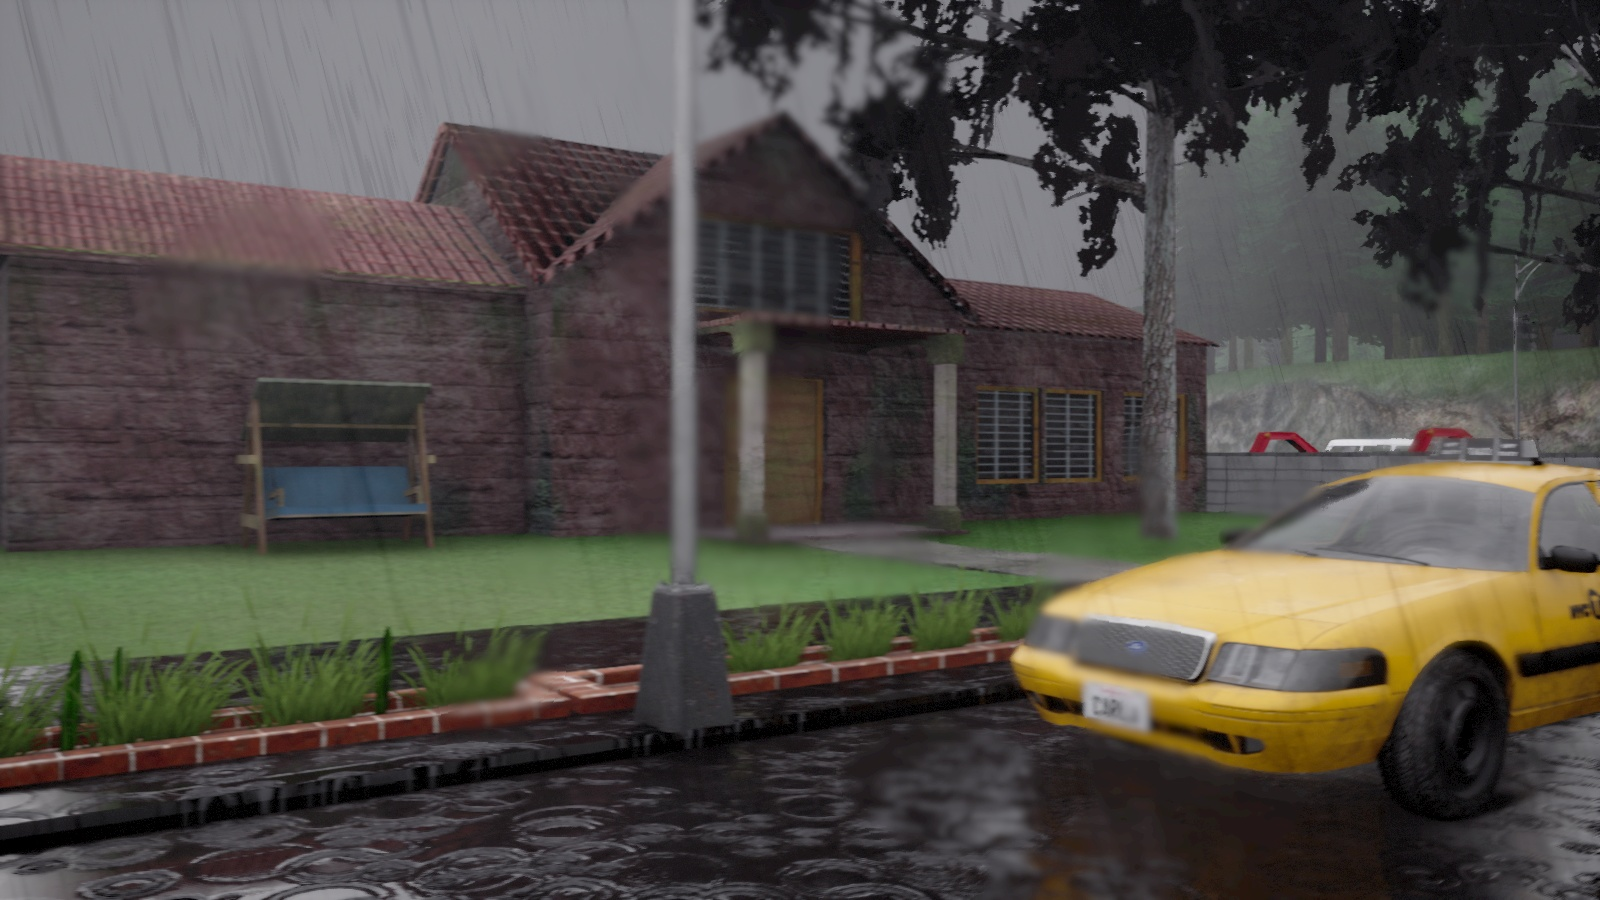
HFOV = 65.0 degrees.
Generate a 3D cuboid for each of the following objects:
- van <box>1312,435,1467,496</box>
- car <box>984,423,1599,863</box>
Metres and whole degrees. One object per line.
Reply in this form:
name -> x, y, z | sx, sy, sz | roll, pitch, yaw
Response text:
van -> 20.659, 0.533, 44.164 | 2.069, 2.038, 4.480 | 0, 0, -35
car -> 3.592, 0.693, 6.769 | 5.366, 1.575, 1.801 | 0, 0, -35
